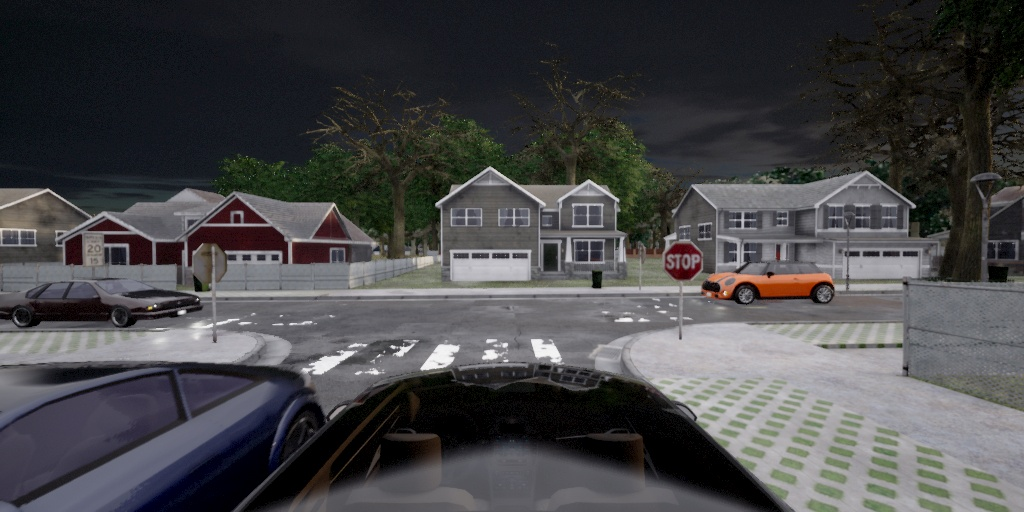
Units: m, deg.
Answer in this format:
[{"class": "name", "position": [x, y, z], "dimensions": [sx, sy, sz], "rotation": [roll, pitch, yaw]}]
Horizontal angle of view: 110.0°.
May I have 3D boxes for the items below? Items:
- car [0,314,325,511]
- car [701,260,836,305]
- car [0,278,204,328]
[{"class": "car", "position": [-2.711, 1.314, 1.621], "dimensions": [1.994, 1.385, 4.181], "rotation": [0, 0, 0]}, {"class": "car", "position": [10.307, 0.968, 14.691], "dimensions": [4.553, 1.767, 2.097], "rotation": [-1, 1, -1]}, {"class": "car", "position": [-13.153, 1.420, 11.457], "dimensions": [5.357, 1.411, 2.033], "rotation": [0, 1, 1]}]
